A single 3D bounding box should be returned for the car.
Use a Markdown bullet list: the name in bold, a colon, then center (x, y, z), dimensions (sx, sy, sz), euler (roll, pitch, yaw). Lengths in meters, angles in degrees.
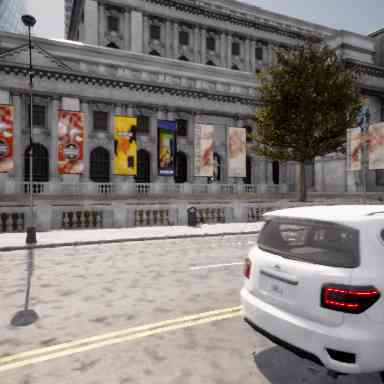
- **car**: center (3.380, 1.223, 5.229), dimensions (5.566, 2.045, 2.150), euler (0, 0, -28)
